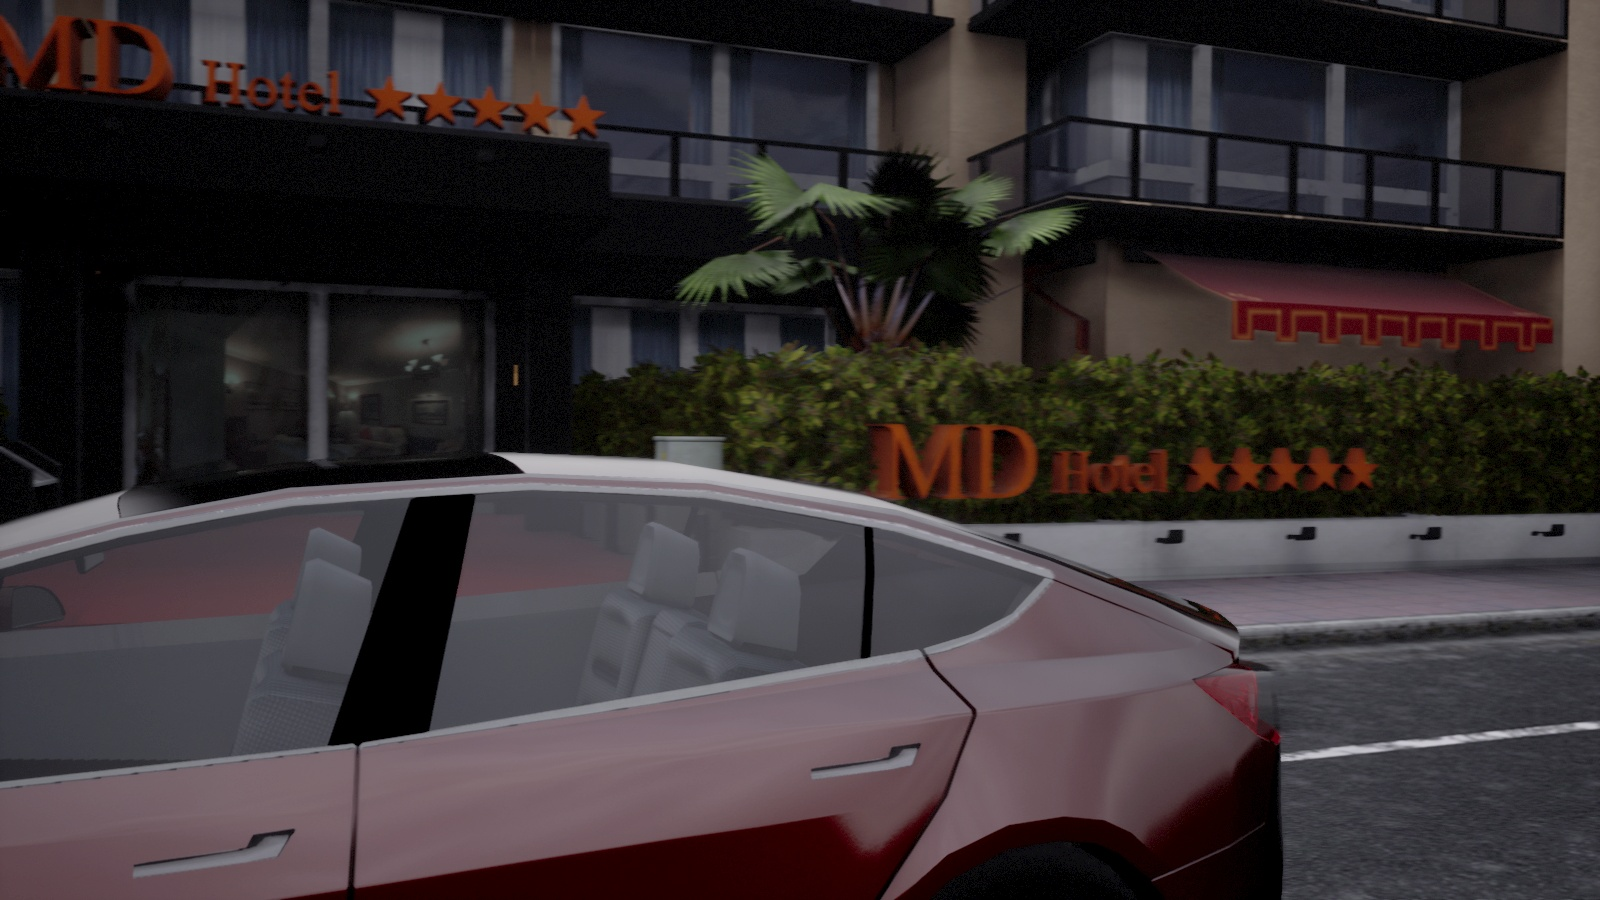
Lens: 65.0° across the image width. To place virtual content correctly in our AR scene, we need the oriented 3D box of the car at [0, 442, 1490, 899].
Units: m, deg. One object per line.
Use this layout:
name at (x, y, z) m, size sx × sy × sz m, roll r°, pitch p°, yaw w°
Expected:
car at (-1.178, 0.765, 2.792) m, size 4.792 × 1.488 × 2.163 m, roll -1°, pitch 1°, yaw -21°
